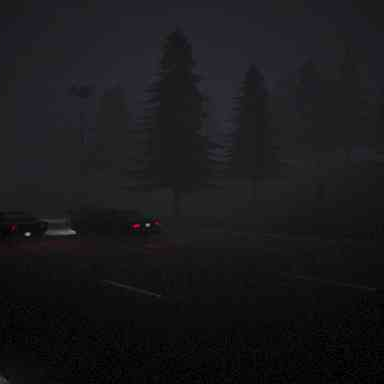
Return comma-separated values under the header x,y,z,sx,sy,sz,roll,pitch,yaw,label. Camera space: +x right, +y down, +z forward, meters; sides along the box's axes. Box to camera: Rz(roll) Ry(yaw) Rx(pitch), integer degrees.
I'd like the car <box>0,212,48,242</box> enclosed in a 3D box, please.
x,y,z,sx,sy,sz,roll,pitch,yaw,label
-9.145,1.614,16.456,4.718,1.301,1.895,0,0,39,car

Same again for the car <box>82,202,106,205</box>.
x,y,z,sx,sy,sz,roll,pitch,yaw,label
-7.135,1.492,23.850,5.008,1.535,1.882,0,0,39,car

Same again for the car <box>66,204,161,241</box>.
x,y,z,sx,sy,sz,roll,pitch,yaw,label
-3.957,1.557,16.742,5.357,1.411,2.033,0,0,39,car
